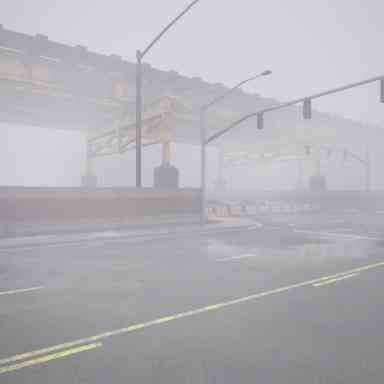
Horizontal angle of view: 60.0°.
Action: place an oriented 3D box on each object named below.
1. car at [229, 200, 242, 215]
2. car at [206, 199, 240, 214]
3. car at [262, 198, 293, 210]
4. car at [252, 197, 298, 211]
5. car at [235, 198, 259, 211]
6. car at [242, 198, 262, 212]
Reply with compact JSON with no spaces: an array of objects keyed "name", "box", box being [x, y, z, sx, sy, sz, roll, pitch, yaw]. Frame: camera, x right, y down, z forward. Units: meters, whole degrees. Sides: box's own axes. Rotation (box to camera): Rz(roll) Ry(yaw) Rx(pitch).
[{"name":"car","box":[2.339,1.453,33.708,4.974,1.542,2.038,0,0,8]},{"name":"car","box":[2.288,1.295,33.715,4.536,1.218,1.853,0,0,8]},{"name":"car","box":[9.944,1.295,40.145,4.536,1.218,1.853,0,0,-7]},{"name":"car","box":[9.995,1.453,40.152,4.974,1.542,2.038,0,0,-7]},{"name":"car","box":[6.100,1.295,36.442,1.853,1.218,4.536,0,0,18]},{"name":"car","box":[6.084,1.453,36.393,2.038,1.542,4.974,0,0,18]}]
